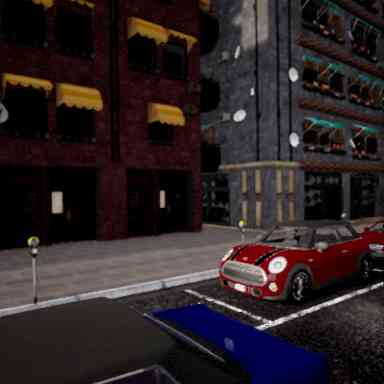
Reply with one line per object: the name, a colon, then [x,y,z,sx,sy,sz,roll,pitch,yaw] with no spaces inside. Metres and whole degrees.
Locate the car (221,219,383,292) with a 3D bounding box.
car: [2.592,1.452,8.100,4.097,1.590,1.967,0,-1,-37]

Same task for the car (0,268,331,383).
car: [-1.195,1.613,2.181,4.718,1.301,1.895,0,0,-37]
